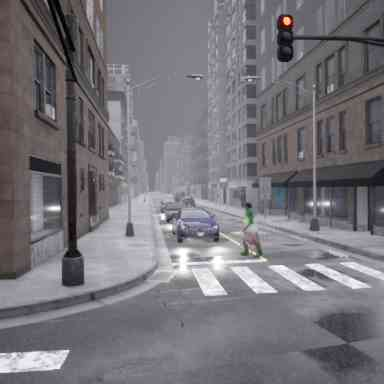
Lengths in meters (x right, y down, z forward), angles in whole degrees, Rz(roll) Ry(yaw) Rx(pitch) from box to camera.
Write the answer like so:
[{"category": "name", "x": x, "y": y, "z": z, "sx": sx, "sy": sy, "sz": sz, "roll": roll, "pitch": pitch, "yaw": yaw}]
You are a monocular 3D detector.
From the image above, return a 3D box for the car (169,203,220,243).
[{"category": "car", "x": 0.056, "y": 1.476, "z": 16.092, "sx": 1.812, "sy": 1.442, "sz": 4.674, "roll": -1, "pitch": 0, "yaw": -7}]

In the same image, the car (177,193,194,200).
[{"category": "car", "x": -0.726, "y": 1.322, "z": 47.249, "sx": 1.837, "sy": 1.490, "sz": 4.892, "roll": -1, "pitch": 0, "yaw": -8}]

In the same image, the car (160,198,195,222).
[{"category": "car", "x": -1.172, "y": 1.471, "z": 25.648, "sx": 2.033, "sy": 1.411, "sz": 5.357, "roll": -1, "pitch": 0, "yaw": -7}]

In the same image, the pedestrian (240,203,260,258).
[{"category": "pedestrian", "x": 1.925, "y": 1.243, "z": 11.074, "sx": 0.375, "sy": 1.860, "sz": 0.375, "roll": -1, "pitch": 1, "yaw": -7}]

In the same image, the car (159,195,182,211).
[{"category": "car", "x": -2.446, "y": 1.419, "z": 35.639, "sx": 1.812, "sy": 1.442, "sz": 4.674, "roll": -1, "pitch": 0, "yaw": -7}]

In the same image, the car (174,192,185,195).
[{"category": "car", "x": -2.234, "y": 0.996, "z": 58.931, "sx": 2.150, "sy": 2.045, "sz": 5.566, "roll": -1, "pitch": 0, "yaw": -7}]
